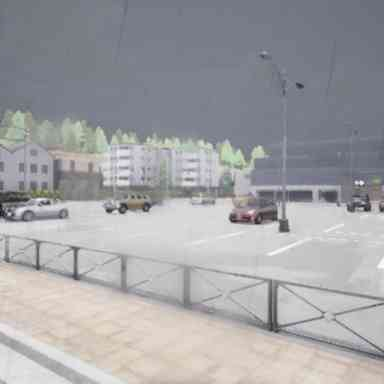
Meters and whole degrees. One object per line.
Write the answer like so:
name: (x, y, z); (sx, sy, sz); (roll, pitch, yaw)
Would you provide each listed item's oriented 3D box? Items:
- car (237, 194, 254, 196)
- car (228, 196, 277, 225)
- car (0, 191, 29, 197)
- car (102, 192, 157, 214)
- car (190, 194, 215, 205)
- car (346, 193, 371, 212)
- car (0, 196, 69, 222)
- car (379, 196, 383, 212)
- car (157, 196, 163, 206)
car: (6.937, 1.013, 42.000); (2.152, 1.636, 5.027); (1, 0, 35)
car: (4.127, 1.229, 21.843); (2.007, 1.523, 4.514); (1, 0, 35)
car: (-12.862, 0.889, 25.062); (1.905, 1.878, 3.866); (1, 0, 35)
car: (-5.643, 0.934, 29.600); (1.932, 1.855, 4.605); (1, 0, 35)
car: (1.504, 1.043, 45.433); (1.970, 1.475, 3.806); (1, 0, 35)
car: (17.395, 1.033, 34.629); (1.905, 1.878, 3.866); (1, 0, 35)
car: (-10.499, 1.198, 22.648); (1.970, 1.475, 3.806); (1, 0, 35)
car: (20.007, 1.075, 33.293); (1.932, 1.855, 4.605); (1, 0, 35)
car: (-5.551, 1.082, 41.782); (2.007, 1.523, 4.514); (1, 0, 35)
